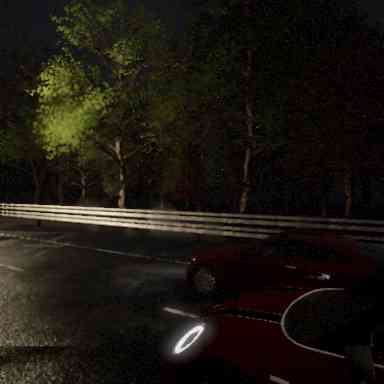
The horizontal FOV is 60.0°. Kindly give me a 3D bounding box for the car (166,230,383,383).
[{"bbox_3d":[1.957,1.353,2.605,4.553,1.767,2.097,0,0,35],"label":"car"}]

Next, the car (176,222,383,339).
[{"bbox_3d":[2.062,1.526,6.830,4.674,1.442,1.812,0,0,36],"label":"car"}]
